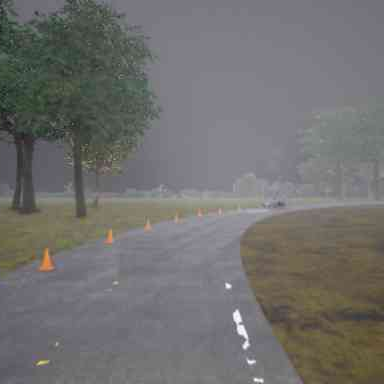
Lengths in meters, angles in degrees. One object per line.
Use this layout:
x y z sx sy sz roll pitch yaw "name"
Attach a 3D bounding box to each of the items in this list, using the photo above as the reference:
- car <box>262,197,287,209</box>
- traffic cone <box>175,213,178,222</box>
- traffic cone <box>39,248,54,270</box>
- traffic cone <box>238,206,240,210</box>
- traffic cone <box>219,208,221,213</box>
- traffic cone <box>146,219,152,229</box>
10.603 1.367 42.693 2.128 1.511 4.902 0 0 37 "car"
-1.177 1.913 25.010 0.340 0.580 0.340 0 0 18 "traffic cone"
-4.250 1.944 9.742 0.340 0.580 0.340 0 0 4 "traffic cone"
5.549 1.866 39.058 0.340 0.580 0.340 0 0 33 "traffic cone"
2.922 1.884 34.566 0.340 0.580 0.340 0 0 28 "traffic cone"
-2.621 1.924 20.011 0.340 0.580 0.340 0 0 14 "traffic cone"
